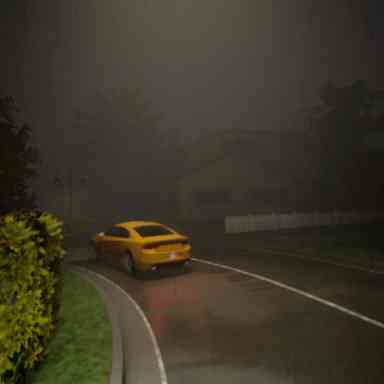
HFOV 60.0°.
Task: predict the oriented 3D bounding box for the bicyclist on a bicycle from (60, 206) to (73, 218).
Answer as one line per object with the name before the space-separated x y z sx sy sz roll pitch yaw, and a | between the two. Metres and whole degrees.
bicyclist on a bicycle | -16.437 2.654 43.497 1.656 1.620 0.582 -1 -1 -21

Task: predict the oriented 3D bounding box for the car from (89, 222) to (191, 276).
car | -2.028 1.791 11.721 1.882 1.535 5.008 0 -1 -36
